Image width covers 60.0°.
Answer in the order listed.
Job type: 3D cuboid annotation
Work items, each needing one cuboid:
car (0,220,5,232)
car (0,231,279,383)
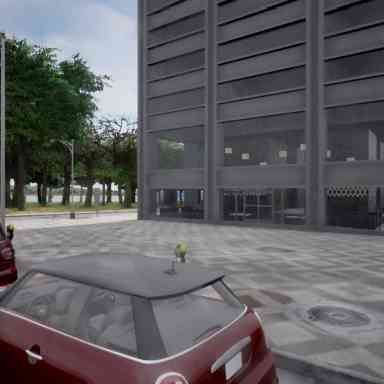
[{"bbox_3d":[-5.666,1.315,6.997,5.009,1.841,2.192,0,0,35],"label":"car"},{"bbox_3d":[-1.237,1.440,3.842,4.097,1.590,1.967,0,0,35],"label":"car"}]
